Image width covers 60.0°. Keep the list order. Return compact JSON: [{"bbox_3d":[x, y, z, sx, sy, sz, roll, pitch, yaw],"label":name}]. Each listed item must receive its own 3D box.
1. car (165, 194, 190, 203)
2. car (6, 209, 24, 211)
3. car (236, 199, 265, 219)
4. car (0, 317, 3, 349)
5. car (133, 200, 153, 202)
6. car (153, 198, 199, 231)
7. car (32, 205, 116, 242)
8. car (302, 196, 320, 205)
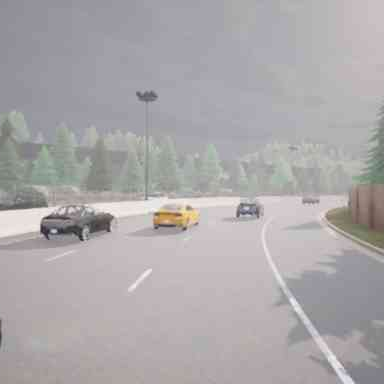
[{"bbox_3d":[-2.521,1.200,59.784,1.882,1.535,5.008,1,0,34],"label":"car"},{"bbox_3d":[-13.917,1.011,26.244,2.150,2.045,5.566,0,0,15],"label":"car"},{"bbox_3d":[5.020,1.332,28.496,2.163,1.488,4.792,0,0,18],"label":"car"},{"bbox_3d":[-3.267,1.446,2.052,1.882,1.535,5.008,0,0,1],"label":"car"},{"bbox_3d":[-4.967,1.010,40.946,2.150,2.045,5.566,0,0,25],"label":"car"},{"bbox_3d":[-0.833,1.383,20.085,1.882,1.535,5.008,0,0,13],"label":"car"},{"bbox_3d":[-5.251,1.385,15.991,2.128,1.511,4.902,0,0,10],"label":"car"},{"bbox_3d":[19.549,1.336,54.544,2.128,1.511,4.902,1,0,37],"label":"car"}]
